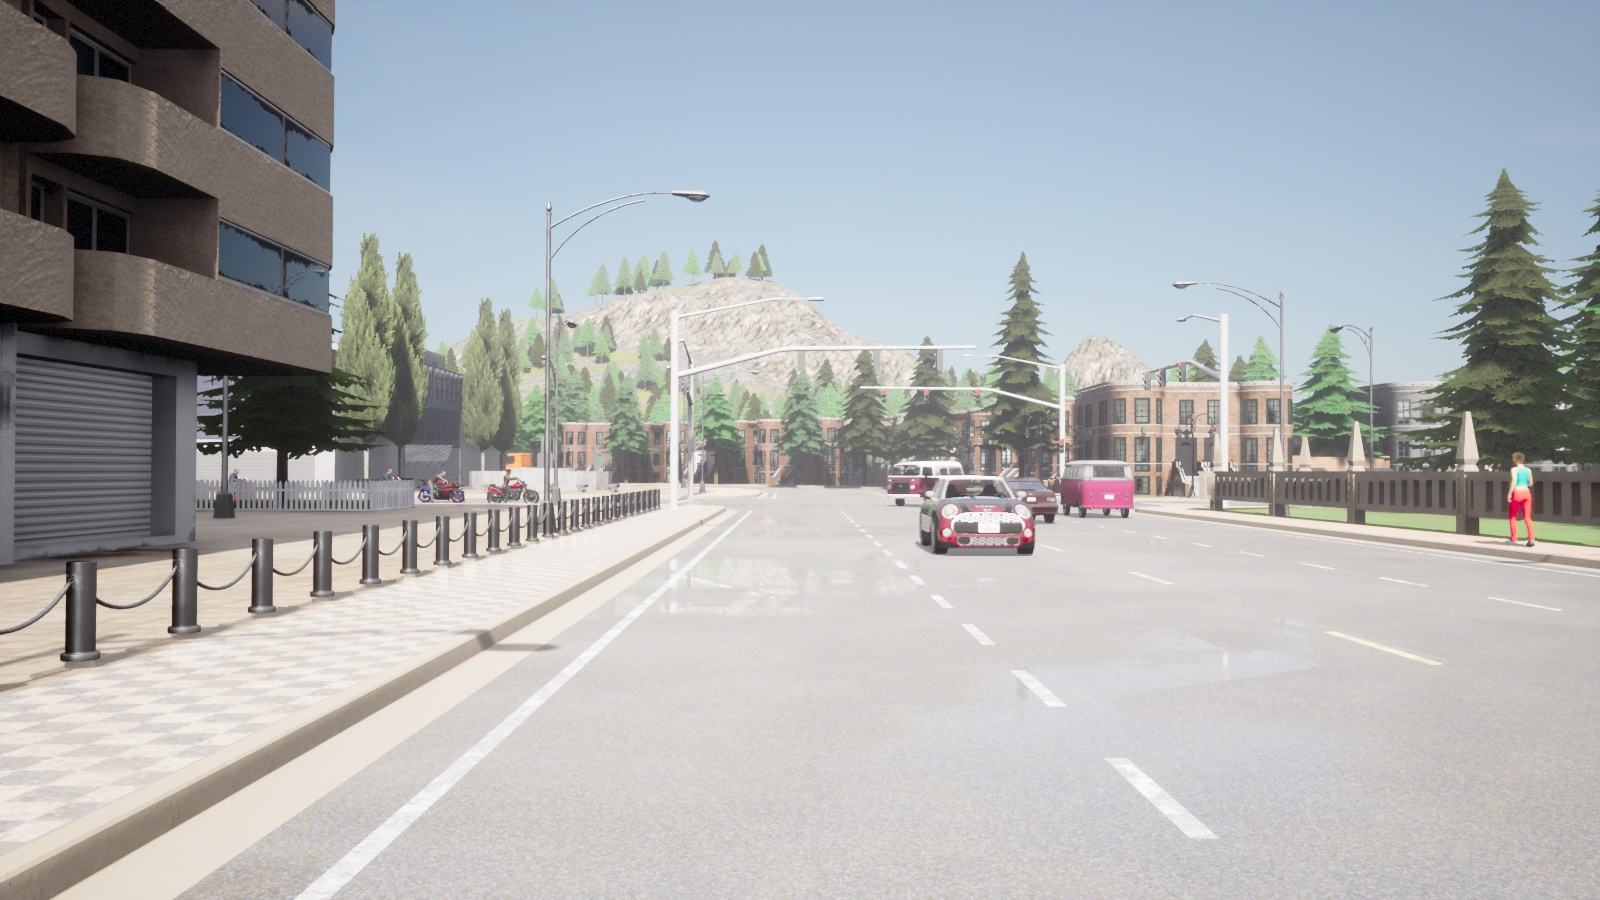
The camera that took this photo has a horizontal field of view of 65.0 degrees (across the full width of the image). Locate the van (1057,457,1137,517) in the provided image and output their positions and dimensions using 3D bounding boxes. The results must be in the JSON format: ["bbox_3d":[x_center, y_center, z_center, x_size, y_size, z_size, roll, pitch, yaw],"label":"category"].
[{"bbox_3d":[10.387,1.266,44.219,1.775,1.987,4.442,0,-1,0],"label":"van"}]

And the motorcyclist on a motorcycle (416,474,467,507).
[{"bbox_3d":[-16.851,1.906,59.067,2.191,1.530,0.866,0,-1,0],"label":"motorcyclist on a motorcycle"}]

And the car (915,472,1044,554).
[{"bbox_3d":[3.437,1.180,24.669,1.970,1.475,3.806,0,-1,0],"label":"car"}]

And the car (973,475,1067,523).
[{"bbox_3d":[6.898,1.504,39.958,2.033,1.411,5.357,0,-1,0],"label":"car"}]

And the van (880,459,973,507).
[{"bbox_3d":[5.694,1.458,56.306,2.069,2.038,4.480,-2,-2,38],"label":"van"}]

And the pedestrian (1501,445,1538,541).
[{"bbox_3d":[14.009,0.827,24.459,0.345,1.836,0.594,0,-1,-2],"label":"pedestrian"}]

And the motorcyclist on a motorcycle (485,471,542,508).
[{"bbox_3d":[-12.683,1.747,55.582,2.350,1.649,0.766,0,-1,0],"label":"motorcyclist on a motorcycle"}]
